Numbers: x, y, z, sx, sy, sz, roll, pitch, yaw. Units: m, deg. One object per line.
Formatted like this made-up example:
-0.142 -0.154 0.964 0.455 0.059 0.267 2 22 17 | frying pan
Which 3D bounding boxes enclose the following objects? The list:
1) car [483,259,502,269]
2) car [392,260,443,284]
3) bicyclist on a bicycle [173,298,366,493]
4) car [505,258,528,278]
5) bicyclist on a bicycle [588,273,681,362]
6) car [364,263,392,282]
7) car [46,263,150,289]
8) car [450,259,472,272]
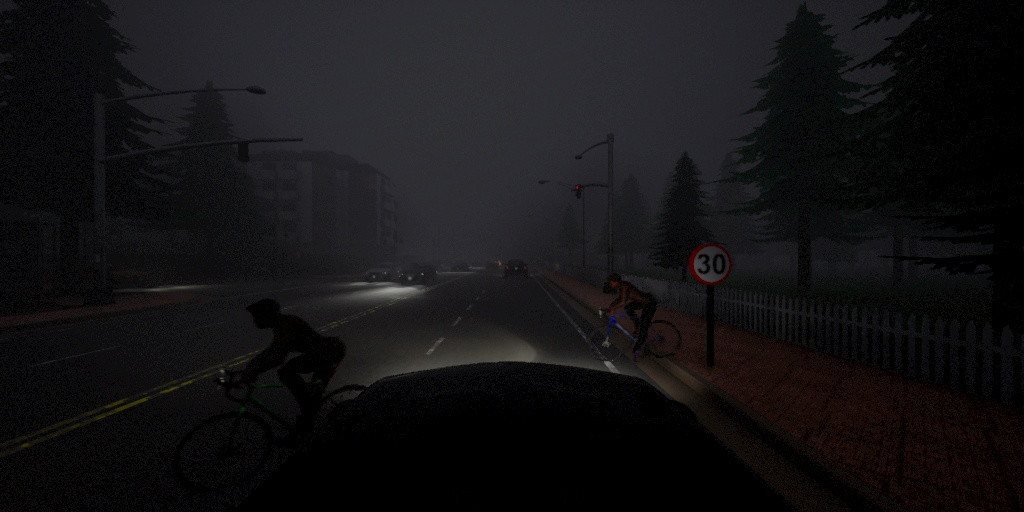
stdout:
-2.905 1.350 54.487 1.895 1.301 4.718 0 0 1 | car
-6.872 1.241 26.671 2.128 1.511 4.902 0 0 1 | car
-2.080 1.205 3.345 1.656 1.620 0.582 -3 1 -33 | bicyclist on a bicycle
0.394 1.102 33.598 2.097 1.767 4.553 0 0 1 | car
2.157 1.118 6.599 1.656 1.620 0.582 -9 -2 15 | bicyclist on a bicycle
-10.347 1.275 29.263 1.812 1.442 4.674 0 0 1 | car
-25.364 1.189 22.063 5.008 1.535 1.882 0 0 0 | car
-6.678 1.275 46.444 1.812 1.442 4.674 0 0 1 | car
